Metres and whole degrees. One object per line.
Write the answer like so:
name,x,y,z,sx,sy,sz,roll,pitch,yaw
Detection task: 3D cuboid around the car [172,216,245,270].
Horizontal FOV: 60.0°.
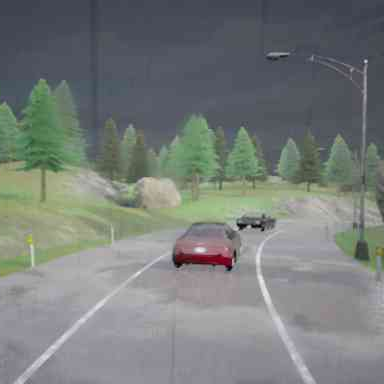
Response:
car,0.682,1.749,11.950,1.994,1.385,4.181,0,-1,12

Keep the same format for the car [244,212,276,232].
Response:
car,4.883,2.165,24.655,1.895,1.301,4.718,1,-2,27
